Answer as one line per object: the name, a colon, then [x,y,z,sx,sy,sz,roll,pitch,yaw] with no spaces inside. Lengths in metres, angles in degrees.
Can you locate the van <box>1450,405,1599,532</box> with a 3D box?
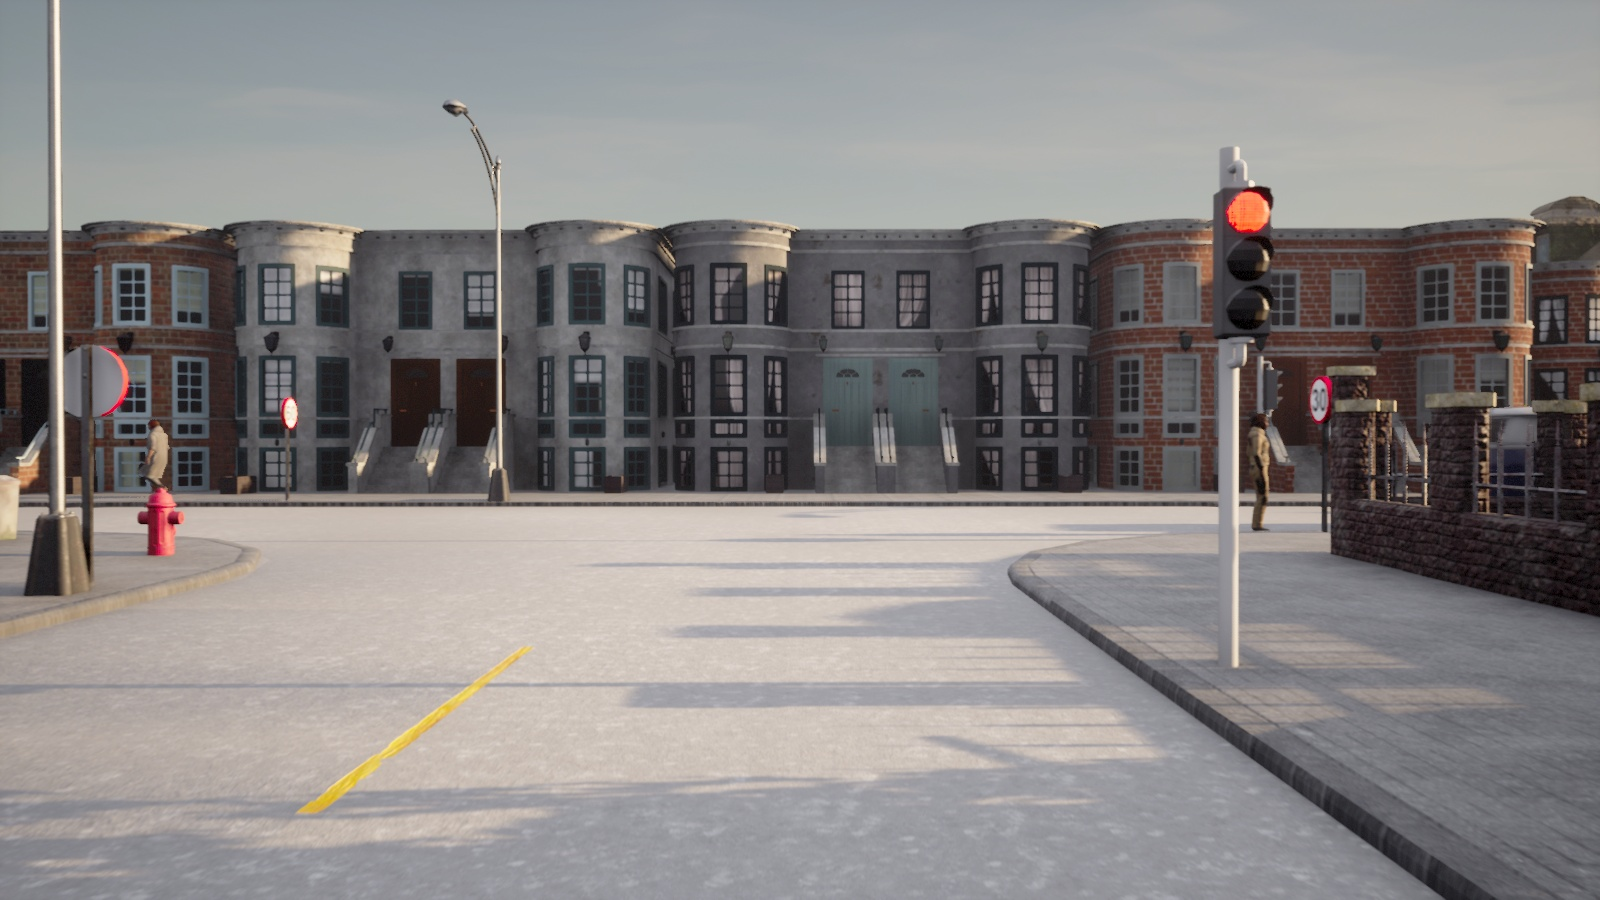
van: [13.307,0.287,20.510,4.442,1.987,1.775,0,1,0]

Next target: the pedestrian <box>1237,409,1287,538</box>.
pedestrian: [6.998,0.345,19.024,0.692,1.930,0.396,0,1,18]

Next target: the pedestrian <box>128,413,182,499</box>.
pedestrian: [-14.742,0.134,28.710,0.873,1.952,0.659,0,1,1]
